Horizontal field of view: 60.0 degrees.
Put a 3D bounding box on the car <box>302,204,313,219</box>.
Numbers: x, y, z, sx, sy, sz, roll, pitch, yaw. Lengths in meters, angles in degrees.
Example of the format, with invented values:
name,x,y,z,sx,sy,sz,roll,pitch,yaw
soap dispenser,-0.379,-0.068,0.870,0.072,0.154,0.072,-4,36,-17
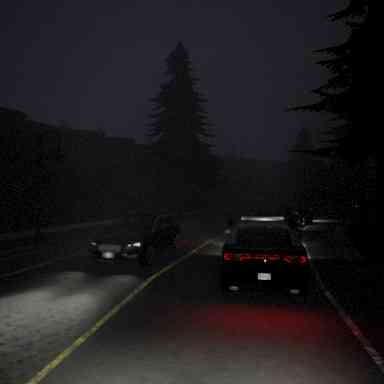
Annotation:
name,x,y,z,sx,sy,sz,roll,pitch,yaw
car,7.061,1.506,22.934,1.837,1.490,4.892,0,0,30

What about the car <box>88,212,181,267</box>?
name,x,y,z,sx,sy,sz,roll,pitch,yaw
car,-1.748,1.492,11.624,2.128,1.511,4.902,0,0,14

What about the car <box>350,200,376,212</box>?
name,x,y,z,sx,sy,sz,roll,pitch,yaw
car,20.243,1.564,38.666,4.181,1.385,1.994,0,0,-34

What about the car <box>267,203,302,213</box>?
name,x,y,z,sx,sy,sz,roll,pitch,yaw
car,4.574,1.478,17.856,1.882,1.535,5.008,0,0,23

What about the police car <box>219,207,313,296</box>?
name,x,y,z,sx,sy,sz,roll,pitch,yaw
police car,1.883,1.425,8.951,1.930,1.638,5.238,0,0,11
